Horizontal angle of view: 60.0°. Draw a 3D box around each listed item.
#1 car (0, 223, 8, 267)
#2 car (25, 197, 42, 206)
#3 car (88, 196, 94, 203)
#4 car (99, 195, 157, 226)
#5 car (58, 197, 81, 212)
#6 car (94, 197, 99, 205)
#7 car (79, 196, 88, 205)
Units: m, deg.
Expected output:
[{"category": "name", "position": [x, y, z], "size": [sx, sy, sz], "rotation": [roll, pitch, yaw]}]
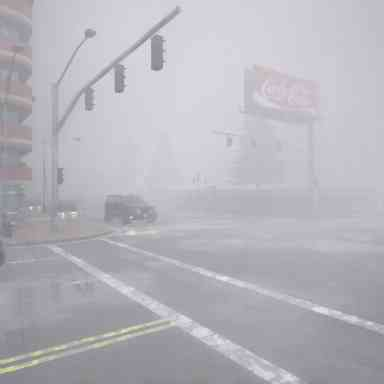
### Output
[{"category": "car", "position": [-7.161, 1.221, 7.171], "size": [5.566, 2.045, 2.150], "rotation": [0, 0, -32]}, {"category": "car", "position": [-25.665, 1.565, 53.777], "size": [1.994, 1.385, 4.181], "rotation": [0, 0, -35]}, {"category": "car", "position": [-19.974, 1.478, 64.040], "size": [1.882, 1.535, 5.008], "rotation": [0, 0, -36]}, {"category": "car", "position": [-4.640, 1.222, 24.293], "size": [2.150, 2.045, 5.566], "rotation": [0, 0, -34]}, {"category": "car", "position": [-14.792, 1.564, 38.516], "size": [1.994, 1.385, 4.181], "rotation": [0, 0, -36]}, {"category": "car", "position": [-14.487, 1.505, 56.410], "size": [1.837, 1.490, 4.892], "rotation": [0, 0, -36]}, {"category": "car", "position": [-20.557, 1.564, 58.857], "size": [1.994, 1.385, 4.181], "rotation": [0, 0, -36]}]
